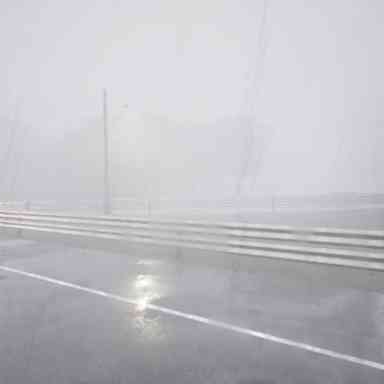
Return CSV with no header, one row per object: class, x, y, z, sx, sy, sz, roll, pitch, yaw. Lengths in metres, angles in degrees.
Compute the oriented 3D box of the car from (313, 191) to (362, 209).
car,14.584,0.765,33.582,4.553,1.767,2.097,-1,0,-6
